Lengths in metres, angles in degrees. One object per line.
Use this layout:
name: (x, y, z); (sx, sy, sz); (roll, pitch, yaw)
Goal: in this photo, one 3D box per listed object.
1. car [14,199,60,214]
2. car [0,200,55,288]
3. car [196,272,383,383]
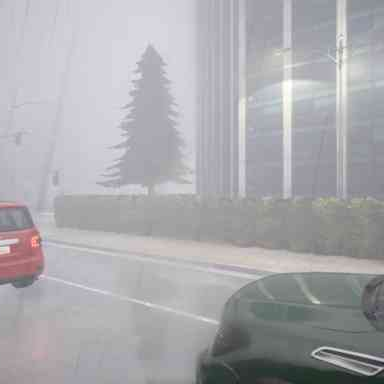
car: (-17.192, 1.564, 37.063); (1.994, 1.385, 4.181); (0, 0, 36)
car: (-5.778, 1.221, 8.059); (5.566, 2.045, 2.150); (0, 0, 38)
car: (2.688, 1.221, 2.073); (5.566, 2.045, 2.150); (0, 0, 36)
